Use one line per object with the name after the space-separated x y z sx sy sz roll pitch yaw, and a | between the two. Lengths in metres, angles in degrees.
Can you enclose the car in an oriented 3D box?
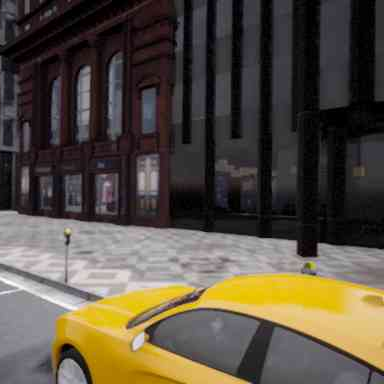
0.667 1.509 2.935 5.008 1.535 1.882 0 0 39 | car
